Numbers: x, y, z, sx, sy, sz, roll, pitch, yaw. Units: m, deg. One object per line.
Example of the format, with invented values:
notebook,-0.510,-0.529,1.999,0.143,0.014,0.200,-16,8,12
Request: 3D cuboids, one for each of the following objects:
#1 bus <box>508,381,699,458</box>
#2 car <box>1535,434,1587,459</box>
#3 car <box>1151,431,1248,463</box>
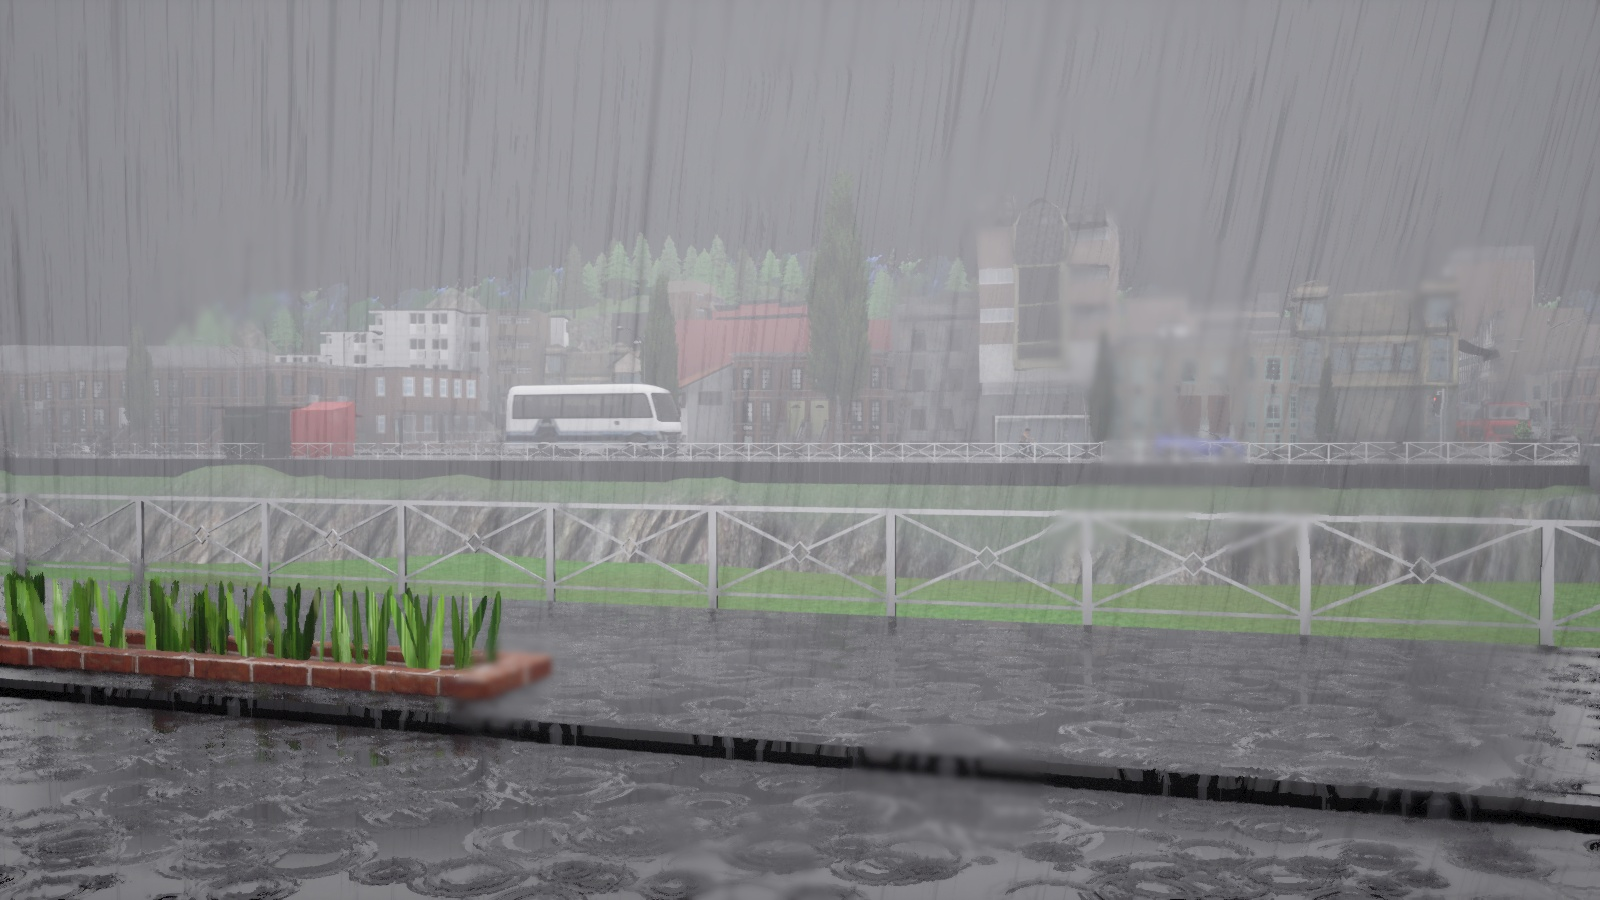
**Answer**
bus,-11.343,-1.755,72.616,10.273,4.253,3.944,1,1,19
car,46.844,-0.223,77.386,1.816,1.474,4.193,1,1,19
car,19.760,-0.148,62.185,4.514,1.525,2.007,1,1,18
